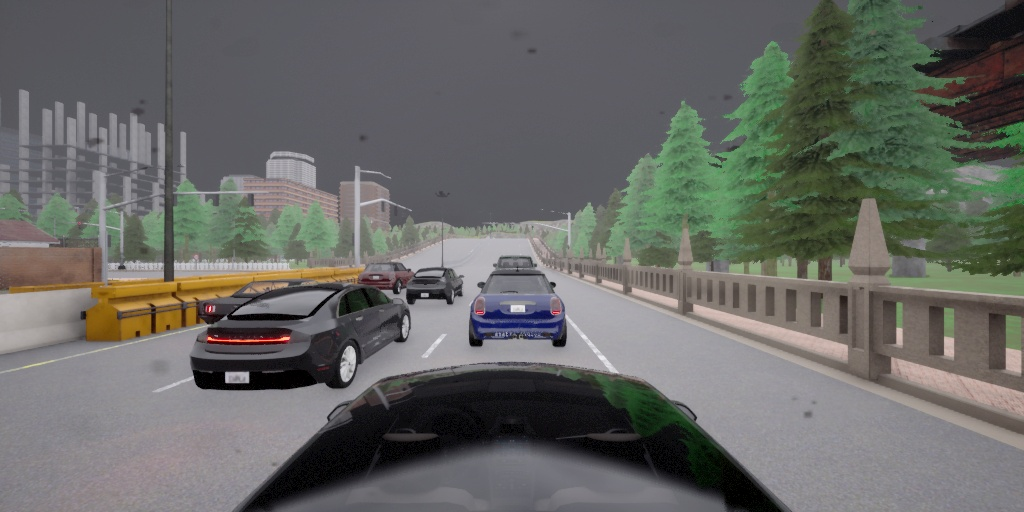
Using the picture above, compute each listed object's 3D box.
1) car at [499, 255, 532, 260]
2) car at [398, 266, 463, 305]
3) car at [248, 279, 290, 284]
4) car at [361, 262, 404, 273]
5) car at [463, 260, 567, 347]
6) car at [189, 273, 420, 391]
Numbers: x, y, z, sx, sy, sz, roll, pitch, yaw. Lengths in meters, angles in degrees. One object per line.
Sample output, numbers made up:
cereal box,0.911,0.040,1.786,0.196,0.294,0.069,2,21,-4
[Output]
car,0.169,0.972,18.984,2.150,2.045,5.566,0,0,0
car,-3.342,1.255,16.176,1.837,1.490,4.892,0,0,0
car,-6.860,1.351,11.172,1.895,1.301,4.718,0,0,0
car,-6.873,1.102,20.168,2.097,1.767,4.553,0,0,-1
car,0.129,1.102,9.492,2.097,1.767,4.553,0,0,0
car,-3.381,1.255,6.854,1.837,1.490,4.892,0,0,0
